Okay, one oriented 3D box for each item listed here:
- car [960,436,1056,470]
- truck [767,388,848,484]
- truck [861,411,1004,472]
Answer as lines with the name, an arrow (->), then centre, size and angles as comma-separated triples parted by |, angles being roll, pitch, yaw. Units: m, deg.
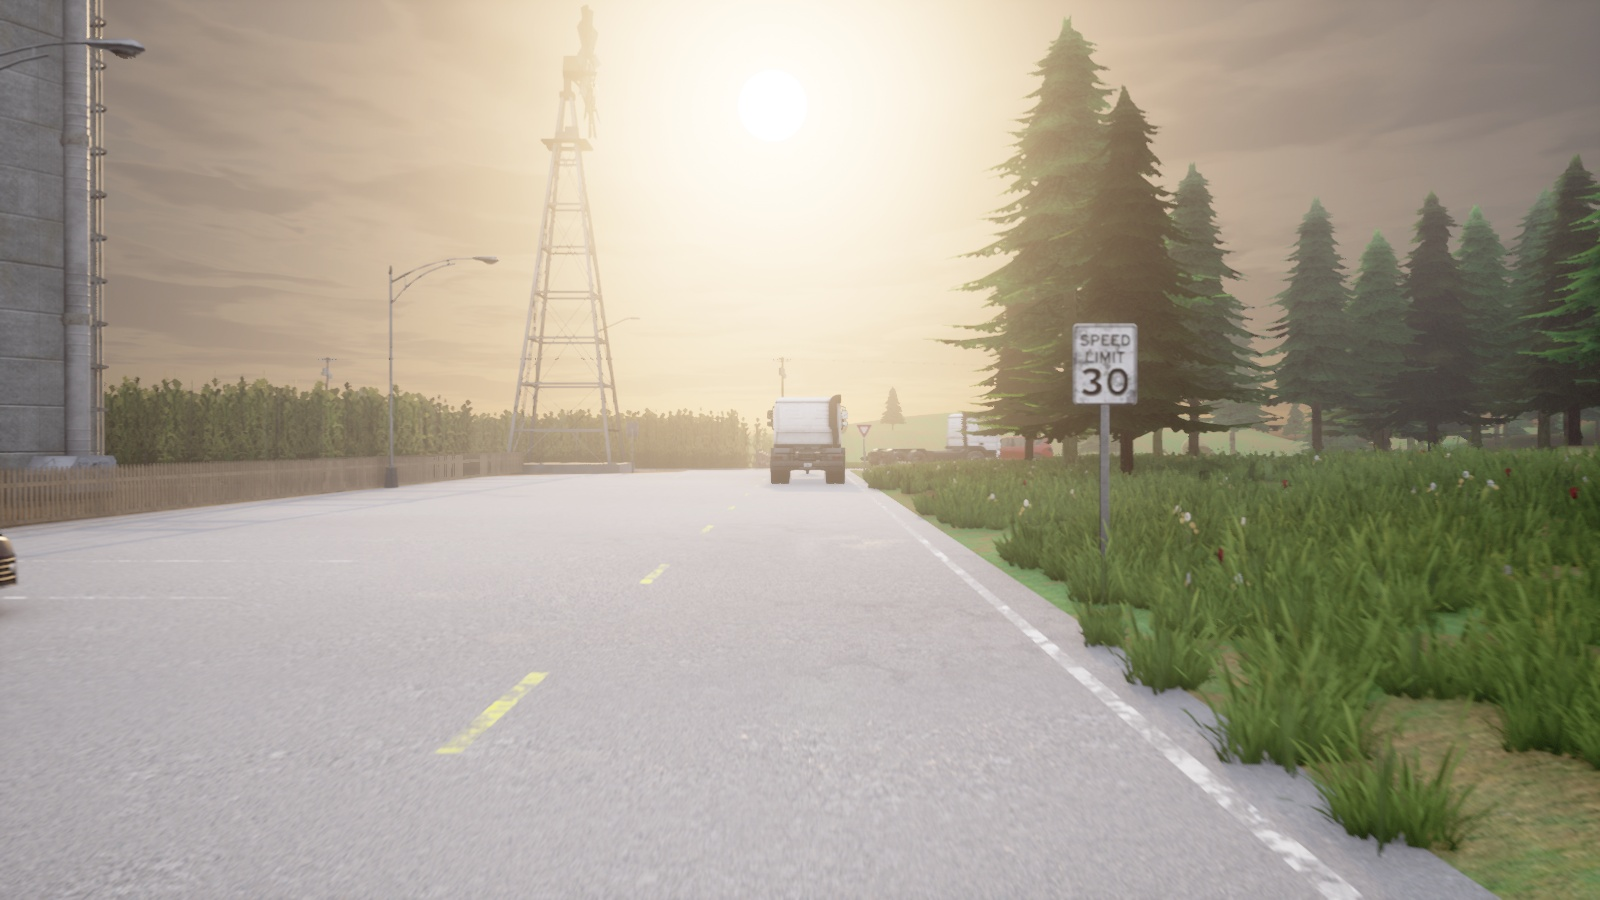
car -> 12.834, 0.178, 77.567 | 5.566, 2.045, 2.150 | 0, 0, 0
truck -> 0.296, -0.513, 49.218 | 2.891, 3.462, 7.936 | 0, 0, 0
truck -> 7.779, -0.501, 73.703 | 7.936, 3.462, 2.891 | 0, 0, -21
